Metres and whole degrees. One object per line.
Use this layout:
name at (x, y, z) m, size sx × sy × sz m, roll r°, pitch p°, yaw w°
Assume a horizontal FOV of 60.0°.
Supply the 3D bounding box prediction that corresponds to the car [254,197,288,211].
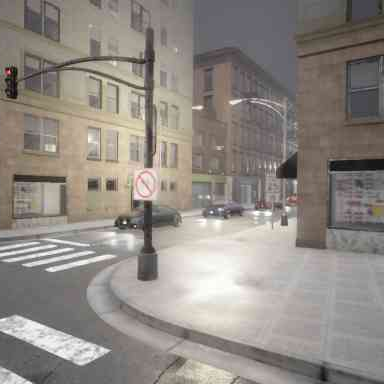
car at (8.035, 1.190, 34.456) m, size 1.994 × 1.385 × 4.181 m, roll 1°, pitch 1°, yaw 34°

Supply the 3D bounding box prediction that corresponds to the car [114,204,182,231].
car at (-2.382, 1.388, 18.865) m, size 1.994 × 1.385 × 4.181 m, roll 1°, pitch 1°, yaw 34°

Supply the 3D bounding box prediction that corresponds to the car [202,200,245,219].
car at (2.534, 1.296, 26.231) m, size 1.994 × 1.385 × 4.181 m, roll 1°, pitch 1°, yaw 34°

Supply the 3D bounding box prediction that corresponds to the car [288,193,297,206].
car at (13.760, 0.869, 42.964) m, size 2.097 × 1.767 × 4.553 m, roll 1°, pitch 1°, yaw 34°
